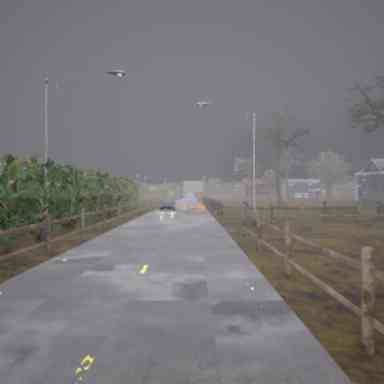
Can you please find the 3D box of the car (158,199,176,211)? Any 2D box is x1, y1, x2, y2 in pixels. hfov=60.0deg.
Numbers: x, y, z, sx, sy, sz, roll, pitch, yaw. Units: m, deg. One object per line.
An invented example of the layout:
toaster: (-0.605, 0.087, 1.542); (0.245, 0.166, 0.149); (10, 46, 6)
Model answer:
car: (-2.838, 1.506, 39.396); (2.033, 1.411, 5.357); (0, 0, 0)

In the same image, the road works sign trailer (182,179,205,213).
road works sign trailer: (0.117, 0.415, 35.983); (2.380, 3.560, 2.880); (0, 0, -5)
